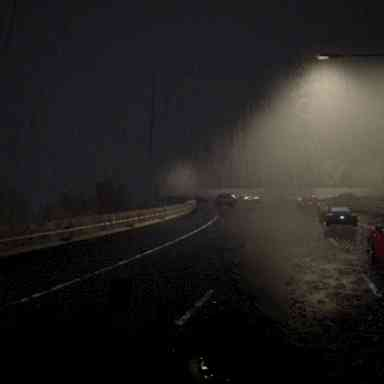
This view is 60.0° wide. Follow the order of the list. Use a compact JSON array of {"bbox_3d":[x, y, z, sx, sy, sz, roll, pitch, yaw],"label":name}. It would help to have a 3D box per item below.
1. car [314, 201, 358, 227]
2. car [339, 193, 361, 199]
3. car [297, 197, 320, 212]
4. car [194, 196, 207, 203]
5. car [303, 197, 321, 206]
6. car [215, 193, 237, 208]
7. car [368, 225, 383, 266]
[{"bbox_3d":[9.954,1.575,22.985,1.994,1.385,4.181,0,0,13],"label":"car"},{"bbox_3d":[33.356,1.263,70.225,5.566,2.045,2.150,0,0,-33],"label":"car"},{"bbox_3d":[13.315,1.367,38.074,2.097,1.767,4.553,0,0,12],"label":"car"},{"bbox_3d":[1.613,1.551,70.025,2.033,1.411,5.357,0,0,-16],"label":"car"},{"bbox_3d":[20.598,1.588,56.937,1.994,1.385,4.181,0,0,32],"label":"car"},{"bbox_3d":[4.732,1.230,49.745,2.150,2.045,5.566,0,0,-3],"label":"car"},{"bbox_3d":[6.282,1.358,9.024,2.097,1.767,4.553,0,0,18],"label":"car"}]
